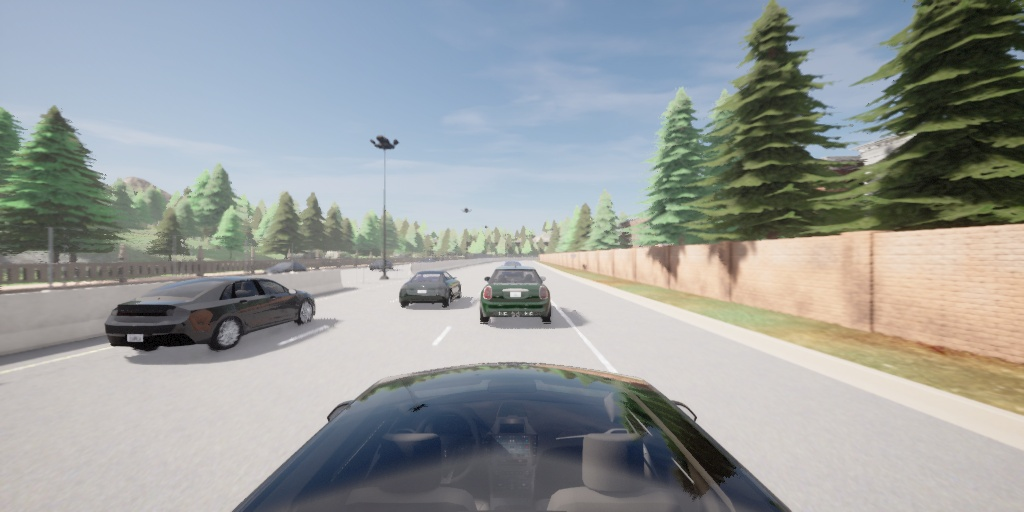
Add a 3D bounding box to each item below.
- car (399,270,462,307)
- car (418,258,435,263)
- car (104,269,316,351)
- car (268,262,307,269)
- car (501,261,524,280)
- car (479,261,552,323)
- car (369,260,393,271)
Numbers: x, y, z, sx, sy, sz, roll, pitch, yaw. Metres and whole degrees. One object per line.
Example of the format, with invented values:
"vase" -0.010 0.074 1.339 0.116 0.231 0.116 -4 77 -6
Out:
"car" -3.397 1.314 15.560 1.994 1.385 4.181 0 0 0
"car" -13.663 1.102 57.278 2.097 1.767 4.553 0 0 2
"car" -6.899 1.255 8.988 1.837 1.490 4.892 0 0 0
"car" -21.141 1.277 33.740 1.812 1.442 4.674 0 0 0
"car" 0.026 1.228 32.327 1.882 1.535 5.008 0 0 0
"car" 0.102 1.102 12.189 2.097 1.767 4.553 0 0 0
"car" -17.417 1.258 47.910 1.837 1.490 4.892 0 0 2
